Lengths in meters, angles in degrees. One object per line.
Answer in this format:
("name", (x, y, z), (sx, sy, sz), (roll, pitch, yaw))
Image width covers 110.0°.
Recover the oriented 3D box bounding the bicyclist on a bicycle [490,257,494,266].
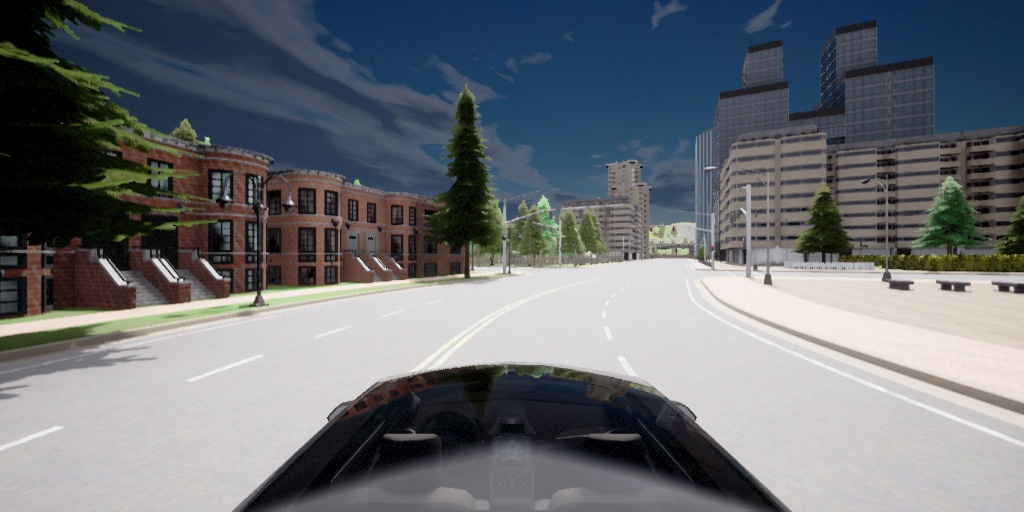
("bicyclist on a bicycle", (-3.626, 1.027, 62.709), (0.582, 1.620, 1.656), (0, 0, 25))
